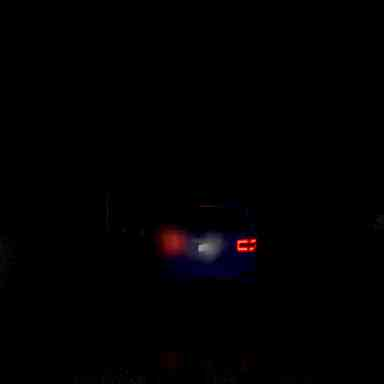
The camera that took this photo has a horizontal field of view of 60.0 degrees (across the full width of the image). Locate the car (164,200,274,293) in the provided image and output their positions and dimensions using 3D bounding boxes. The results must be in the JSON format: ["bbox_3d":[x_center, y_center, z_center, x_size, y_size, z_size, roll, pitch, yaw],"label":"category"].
[{"bbox_3d":[0.991,1.222,9.223,2.150,2.045,5.566,0,0,15],"label":"car"}]
